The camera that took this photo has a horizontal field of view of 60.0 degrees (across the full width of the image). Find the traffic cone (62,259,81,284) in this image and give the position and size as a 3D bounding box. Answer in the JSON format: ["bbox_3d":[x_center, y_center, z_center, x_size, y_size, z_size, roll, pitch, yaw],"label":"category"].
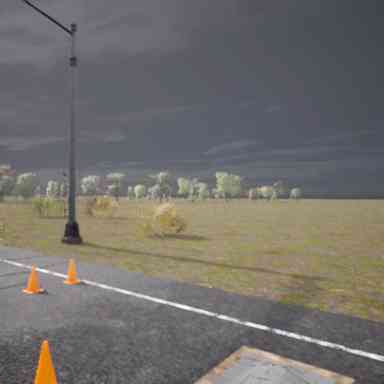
[{"bbox_3d":[-3.097,2.023,8.562,0.340,0.580,0.340,0,-1,36],"label":"traffic cone"}]

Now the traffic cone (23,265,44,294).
[{"bbox_3d":[-3.692,2.012,7.758,0.340,0.580,0.340,0,-1,36],"label":"traffic cone"}]

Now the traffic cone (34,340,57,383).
[{"bbox_3d":[-1.665,1.986,3.771,0.340,0.580,0.340,0,-1,36],"label":"traffic cone"}]
